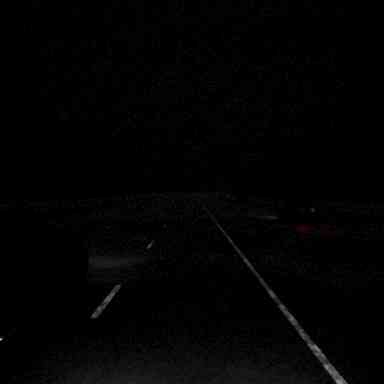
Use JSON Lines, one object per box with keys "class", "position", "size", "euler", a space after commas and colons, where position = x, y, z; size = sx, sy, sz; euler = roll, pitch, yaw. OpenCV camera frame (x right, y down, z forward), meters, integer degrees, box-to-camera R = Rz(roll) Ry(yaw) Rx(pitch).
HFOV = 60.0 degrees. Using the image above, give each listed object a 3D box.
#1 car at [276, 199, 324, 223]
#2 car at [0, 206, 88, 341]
{"class": "car", "position": [8.298, 1.349, 25.977], "size": [2.097, 1.767, 4.553], "euler": [0, 0, -10]}
{"class": "car", "position": [-3.397, 1.212, 5.132], "size": [2.150, 2.045, 5.566], "euler": [0, 0, 0]}
